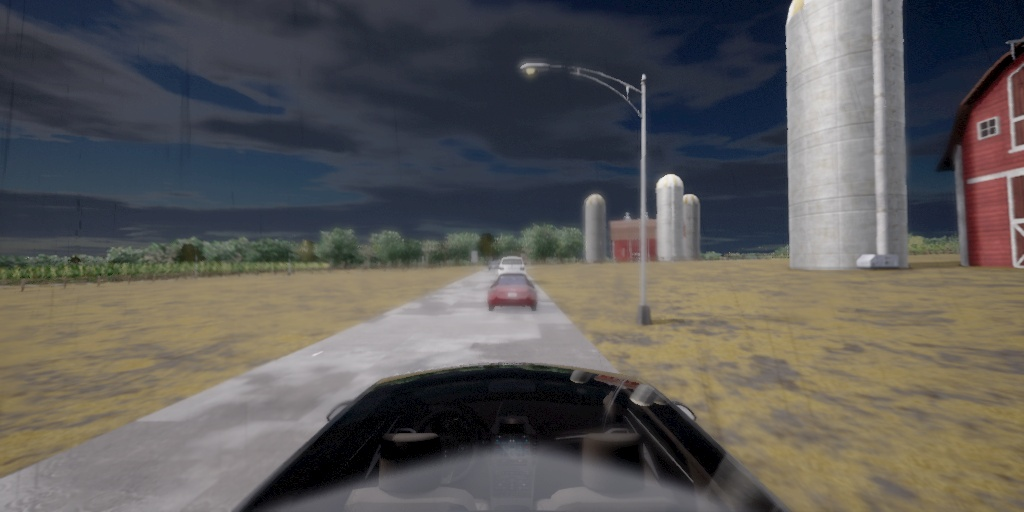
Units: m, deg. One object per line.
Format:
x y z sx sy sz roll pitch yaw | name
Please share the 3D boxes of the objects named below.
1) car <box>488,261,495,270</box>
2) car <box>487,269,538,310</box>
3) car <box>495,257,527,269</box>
-2.752 1.509 56.406 2.128 1.511 4.902 0 -1 0 | car
0.030 1.416 15.291 1.994 1.385 4.181 0 0 0 | car
0.021 1.111 29.430 2.150 2.045 5.566 0 0 0 | car
